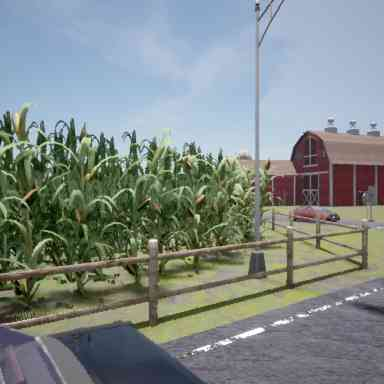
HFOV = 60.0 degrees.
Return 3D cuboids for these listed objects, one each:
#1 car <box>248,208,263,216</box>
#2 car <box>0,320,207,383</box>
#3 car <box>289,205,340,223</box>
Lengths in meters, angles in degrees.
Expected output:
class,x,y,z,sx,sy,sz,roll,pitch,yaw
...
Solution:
class,x,y,z,sx,sy,sz,roll,pitch,yaw
car,5.557,1.999,35.522,1.895,1.301,4.718,1,-1,-27
car,-2.068,1.592,1.574,4.718,1.301,1.895,0,1,-35
car,10.013,1.810,27.498,1.994,1.385,4.181,1,-1,-29
